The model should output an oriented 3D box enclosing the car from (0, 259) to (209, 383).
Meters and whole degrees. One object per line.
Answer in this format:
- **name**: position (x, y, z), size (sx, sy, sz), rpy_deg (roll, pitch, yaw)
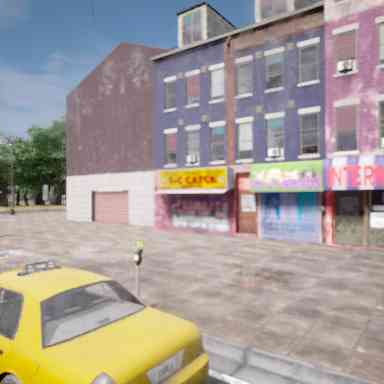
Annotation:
- **car**: position (-2.112, 1.562, 4.313), size (4.829, 1.417, 1.752), rpy_deg (-1, 0, 35)
